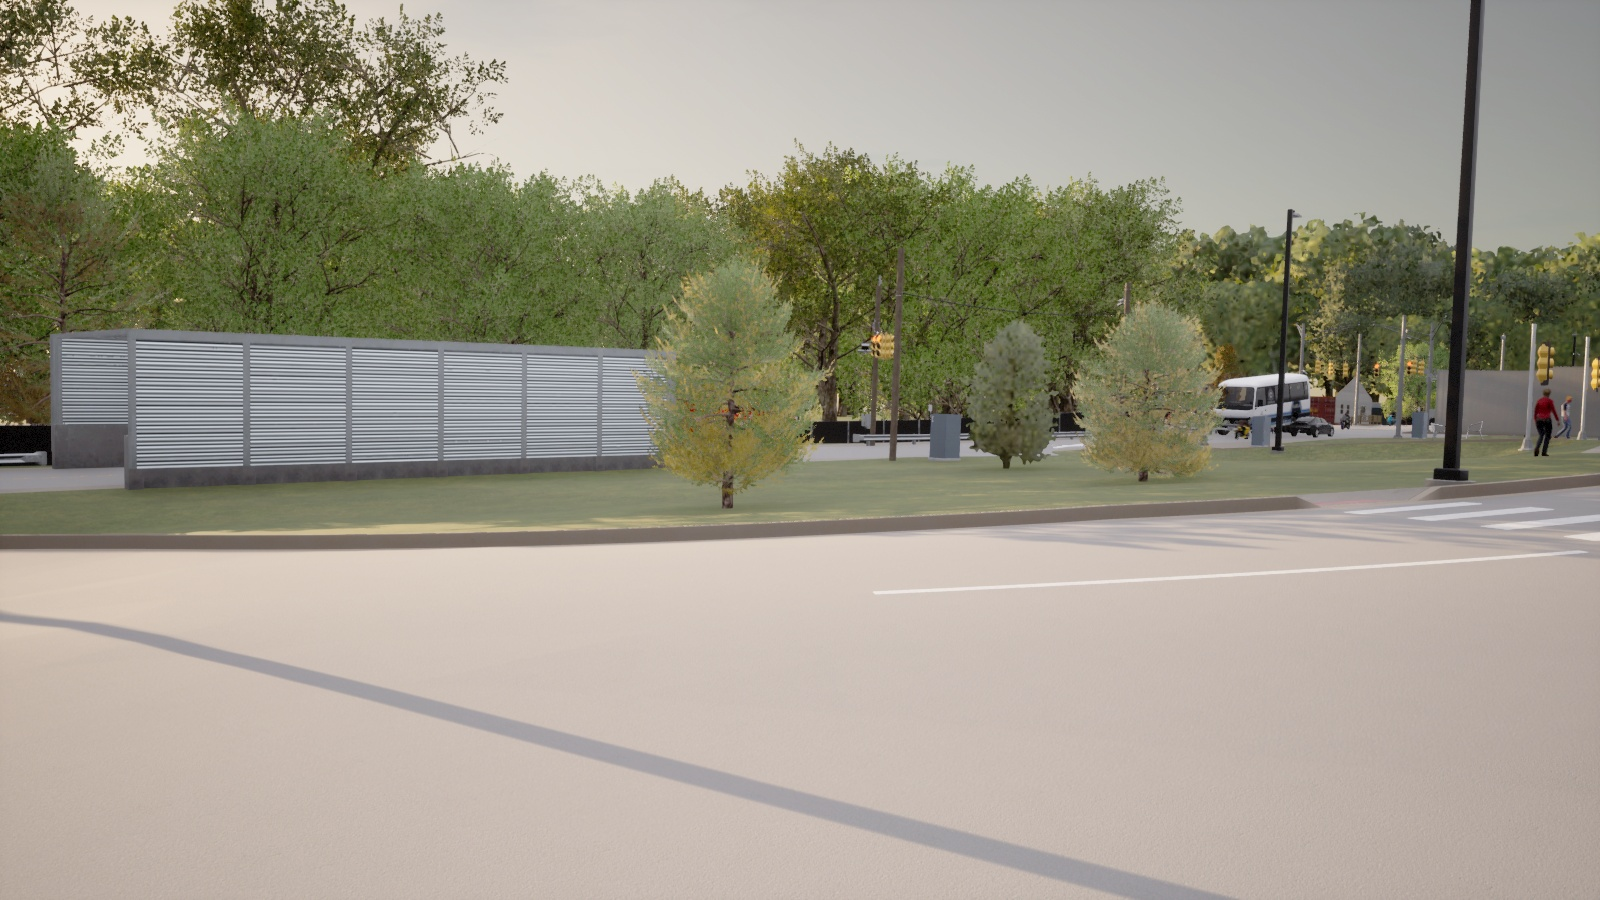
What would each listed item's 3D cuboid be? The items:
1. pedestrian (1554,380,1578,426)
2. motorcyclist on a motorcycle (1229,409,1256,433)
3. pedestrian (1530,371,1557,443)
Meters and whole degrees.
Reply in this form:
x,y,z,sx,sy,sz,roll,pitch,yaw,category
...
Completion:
x,y,z,sx,sy,sz,roll,pitch,yaw,category
31.020,-1.898,50.853,0.354,1.836,0.706,-1,3,-43,pedestrian
30.255,-1.993,85.847,2.044,1.523,0.797,-3,5,-43,motorcyclist on a motorcycle
19.209,-1.103,32.432,0.636,1.846,0.331,0,2,-38,pedestrian
